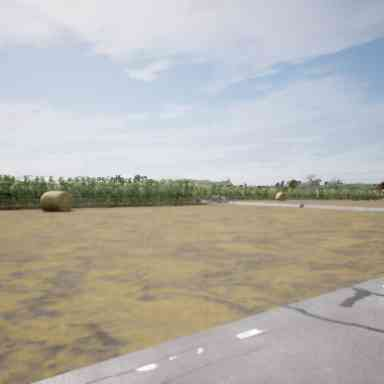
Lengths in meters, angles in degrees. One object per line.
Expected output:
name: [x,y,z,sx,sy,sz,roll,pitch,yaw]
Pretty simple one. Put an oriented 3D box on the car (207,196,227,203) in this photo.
car: [5.117,1.469,66.881,1.895,1.301,4.718,-1,1,-35]
